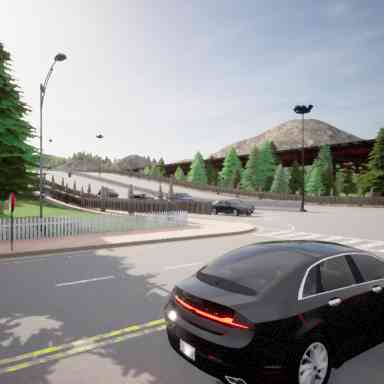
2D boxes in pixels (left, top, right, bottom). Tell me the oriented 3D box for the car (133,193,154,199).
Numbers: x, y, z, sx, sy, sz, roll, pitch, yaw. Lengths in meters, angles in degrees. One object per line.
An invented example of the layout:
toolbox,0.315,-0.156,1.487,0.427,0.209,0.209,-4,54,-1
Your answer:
car,-7.655,0.861,52.908,1.895,1.301,4.718,0,4,-37

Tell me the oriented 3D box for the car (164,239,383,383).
car,1.921,1.505,5.116,4.892,1.490,1.837,0,0,-35

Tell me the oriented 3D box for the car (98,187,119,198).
car,-13.829,0.100,55.335,2.097,1.767,4.553,0,6,-37

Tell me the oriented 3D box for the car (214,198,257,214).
car,4.709,1.497,36.576,1.837,1.490,4.892,0,0,-37

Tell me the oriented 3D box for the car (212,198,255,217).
car,3.767,1.503,32.029,1.837,1.490,4.892,0,0,-37

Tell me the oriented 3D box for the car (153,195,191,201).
car,-2.448,1.497,40.198,1.994,1.385,4.181,0,1,-38

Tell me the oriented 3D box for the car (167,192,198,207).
car,-1.467,1.064,44.711,2.150,2.045,5.566,0,2,-36
